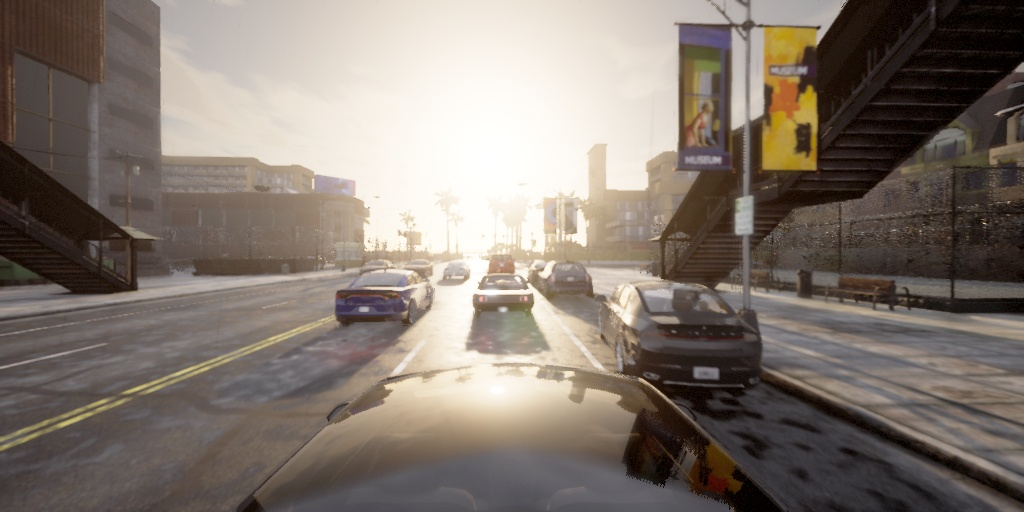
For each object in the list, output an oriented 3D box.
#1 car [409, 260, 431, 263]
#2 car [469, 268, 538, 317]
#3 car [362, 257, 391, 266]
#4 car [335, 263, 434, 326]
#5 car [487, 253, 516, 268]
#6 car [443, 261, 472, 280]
[{"bbox_3d":[-8.010,1.051,30.899,1.882,1.535,5.008,0,0,-2],"label":"car"},{"bbox_3d":[-0.325,1.280,12.807,1.895,1.301,4.718,0,0,-2],"label":"car"},{"bbox_3d":[-11.508,1.105,30.803,1.837,1.490,4.892,0,0,-2],"label":"car"},{"bbox_3d":[-3.779,1.163,11.449,1.882,1.535,5.008,0,1,-2],"label":"car"},{"bbox_3d":[-0.872,0.789,29.835,2.150,2.045,5.566,0,0,-2],"label":"car"},{"bbox_3d":[-4.356,1.101,28.690,1.812,1.442,4.674,0,0,-2],"label":"car"}]
